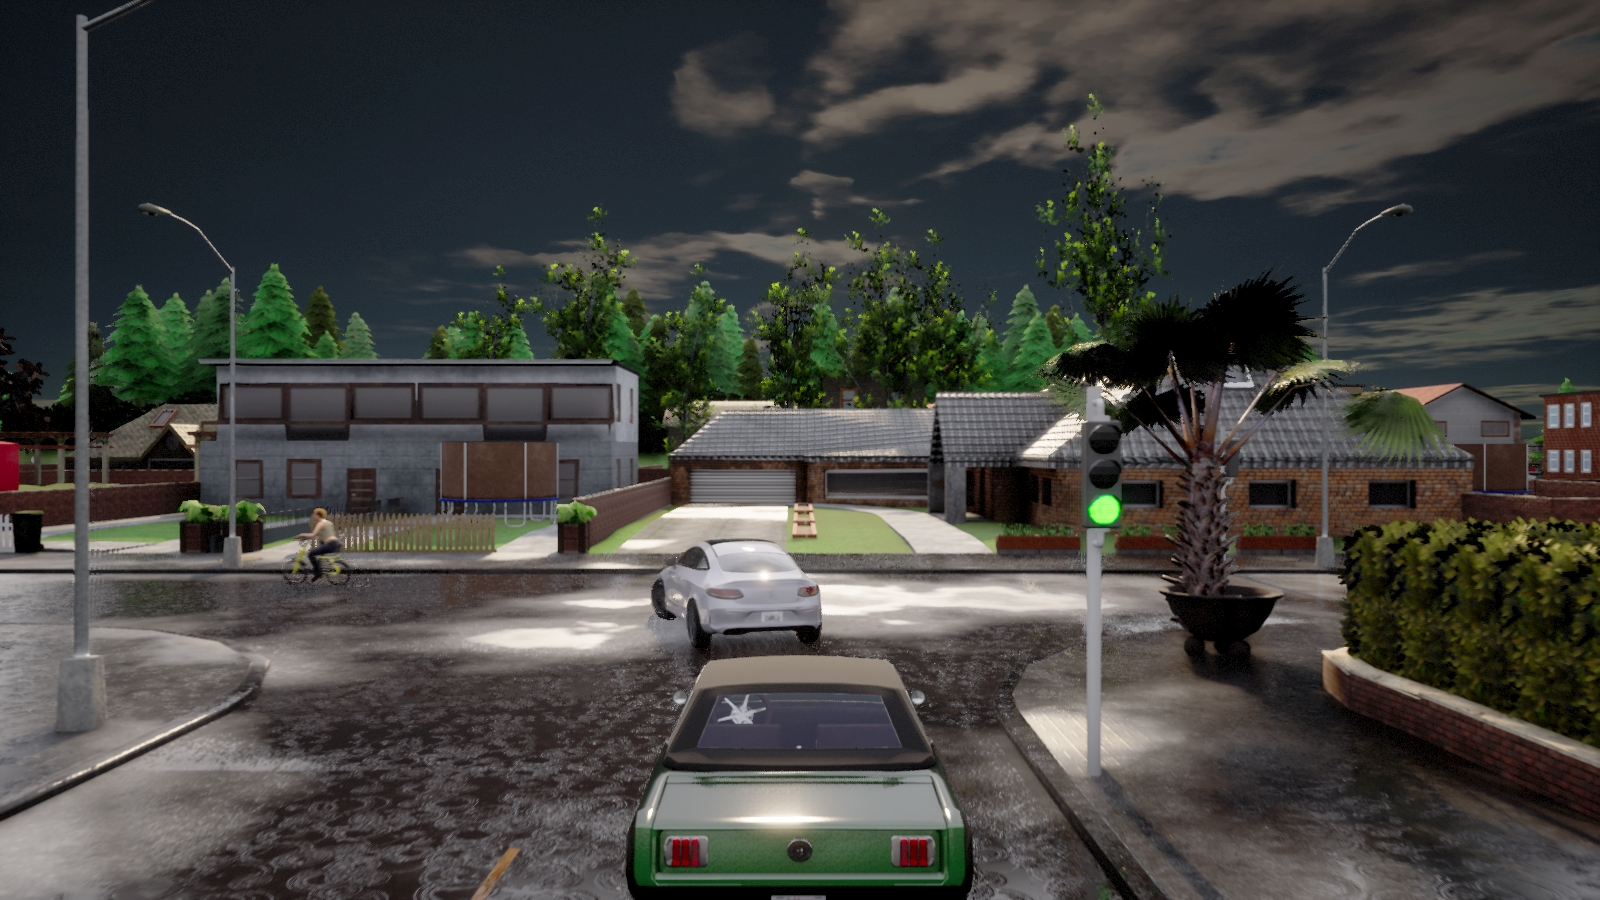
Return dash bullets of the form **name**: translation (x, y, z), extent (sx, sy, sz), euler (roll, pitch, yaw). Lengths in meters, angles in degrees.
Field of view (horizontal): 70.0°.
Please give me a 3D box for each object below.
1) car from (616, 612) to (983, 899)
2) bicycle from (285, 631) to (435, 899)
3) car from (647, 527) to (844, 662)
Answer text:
- **car**: translation (-0.007, 2.155, 8.250), extent (1.895, 1.301, 4.718), euler (0, 0, 0)
- **bicycle**: translation (-2.814, 2.060, 7.464), extent (0.329, 1.471, 1.835), euler (0, 0, -2)
- **car**: translation (-1.010, 2.081, 17.616), extent (2.002, 1.442, 4.674), euler (0, 0, -16)
